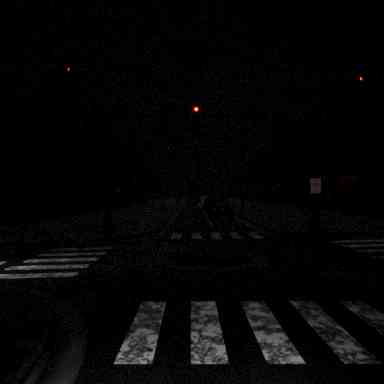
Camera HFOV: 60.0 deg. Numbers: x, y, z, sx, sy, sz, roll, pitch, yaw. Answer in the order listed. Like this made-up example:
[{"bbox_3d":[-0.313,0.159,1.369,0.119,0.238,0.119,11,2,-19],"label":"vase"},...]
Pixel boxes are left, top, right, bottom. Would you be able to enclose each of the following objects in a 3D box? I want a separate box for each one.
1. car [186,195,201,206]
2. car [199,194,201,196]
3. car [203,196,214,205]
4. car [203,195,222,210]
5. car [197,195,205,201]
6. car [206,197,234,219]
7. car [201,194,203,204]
[{"bbox_3d":[-0.016,1.664,55.967,1.994,1.385,4.181,0,0,0],"label":"car"},{"bbox_3d":[2.895,1.498,67.907,2.097,1.767,4.553,0,0,0],"label":"car"},{"bbox_3d":[2.941,1.575,61.126,1.801,1.575,5.366,0,0,0],"label":"car"},{"bbox_3d":[2.580,1.356,35.138,2.192,1.841,5.009,-1,0,0],"label":"car"},{"bbox_3d":[2.498,1.702,94.564,1.967,1.590,4.097,-1,0,0],"label":"car"},{"bbox_3d":[2.589,1.470,29.736,1.967,1.590,4.097,-1,0,0],"label":"car"},{"bbox_3d":[2.572,1.369,40.541,2.192,1.841,5.009,-1,0,0],"label":"car"}]
